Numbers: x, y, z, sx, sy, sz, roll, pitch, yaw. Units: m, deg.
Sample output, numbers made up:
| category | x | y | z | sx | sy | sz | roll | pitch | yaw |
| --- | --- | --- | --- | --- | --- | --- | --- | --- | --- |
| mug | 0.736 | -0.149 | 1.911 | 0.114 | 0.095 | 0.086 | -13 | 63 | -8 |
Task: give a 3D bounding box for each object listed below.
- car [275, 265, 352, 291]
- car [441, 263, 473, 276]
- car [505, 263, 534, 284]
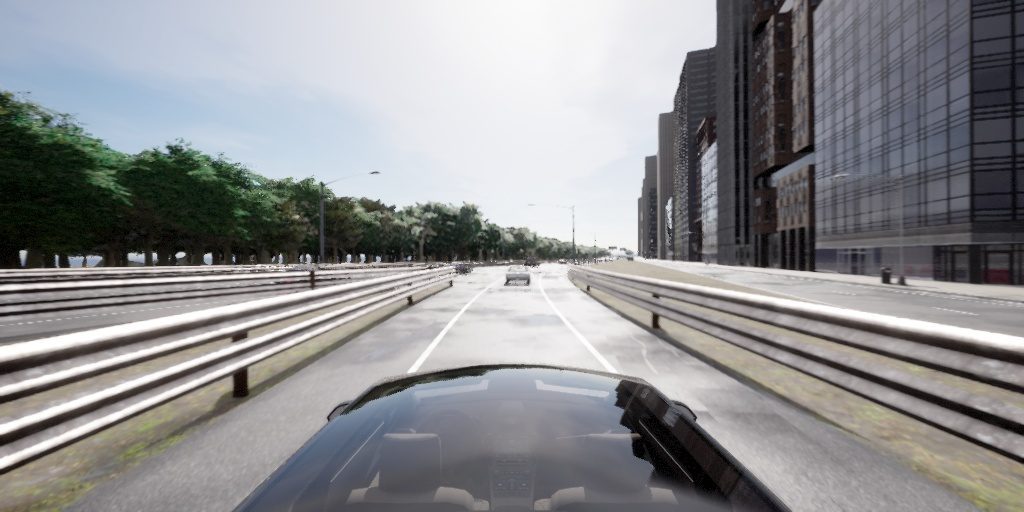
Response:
| category | x | y | z | sx | sy | sz | roll | pitch | yaw |
| --- | --- | --- | --- | --- | --- | --- | --- | --- | --- |
| car | -12.376 | 1.326 | 22.813 | 2.128 | 1.511 | 4.902 | 0 | -1 | 18 |
| car | -6.394 | 1.529 | 41.417 | 2.033 | 1.411 | 5.357 | 0 | -1 | 18 |
| car | 0.571 | 1.456 | 28.638 | 1.895 | 1.301 | 4.718 | 0 | 0 | 4 |
